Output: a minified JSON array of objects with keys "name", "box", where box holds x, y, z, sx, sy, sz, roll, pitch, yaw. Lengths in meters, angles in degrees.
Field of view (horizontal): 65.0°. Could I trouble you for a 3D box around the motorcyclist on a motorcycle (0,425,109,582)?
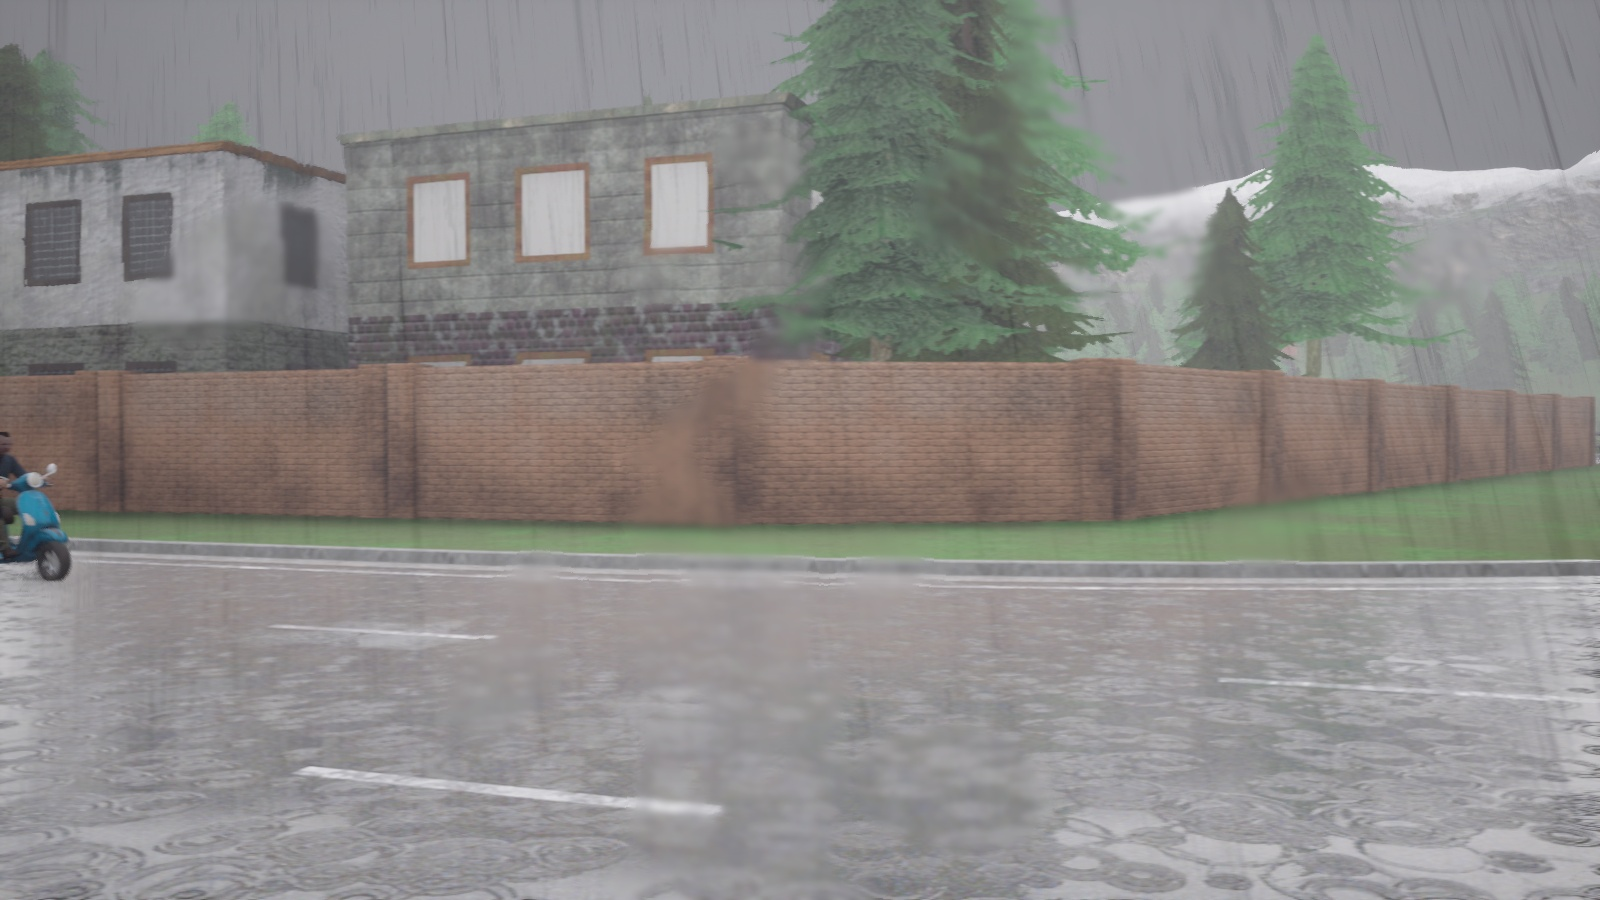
[{"name":"motorcyclist on a motorcycle","box":[-8.453,0.533,13.420,1.817,1.590,0.866,1,1,19]}]
